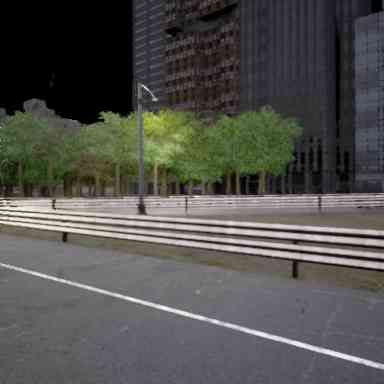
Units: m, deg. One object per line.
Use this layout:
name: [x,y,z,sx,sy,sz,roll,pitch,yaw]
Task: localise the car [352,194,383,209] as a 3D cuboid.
car: [17.693,0.858,31.337,5.357,1.411,2.033,-1,0,-6]
